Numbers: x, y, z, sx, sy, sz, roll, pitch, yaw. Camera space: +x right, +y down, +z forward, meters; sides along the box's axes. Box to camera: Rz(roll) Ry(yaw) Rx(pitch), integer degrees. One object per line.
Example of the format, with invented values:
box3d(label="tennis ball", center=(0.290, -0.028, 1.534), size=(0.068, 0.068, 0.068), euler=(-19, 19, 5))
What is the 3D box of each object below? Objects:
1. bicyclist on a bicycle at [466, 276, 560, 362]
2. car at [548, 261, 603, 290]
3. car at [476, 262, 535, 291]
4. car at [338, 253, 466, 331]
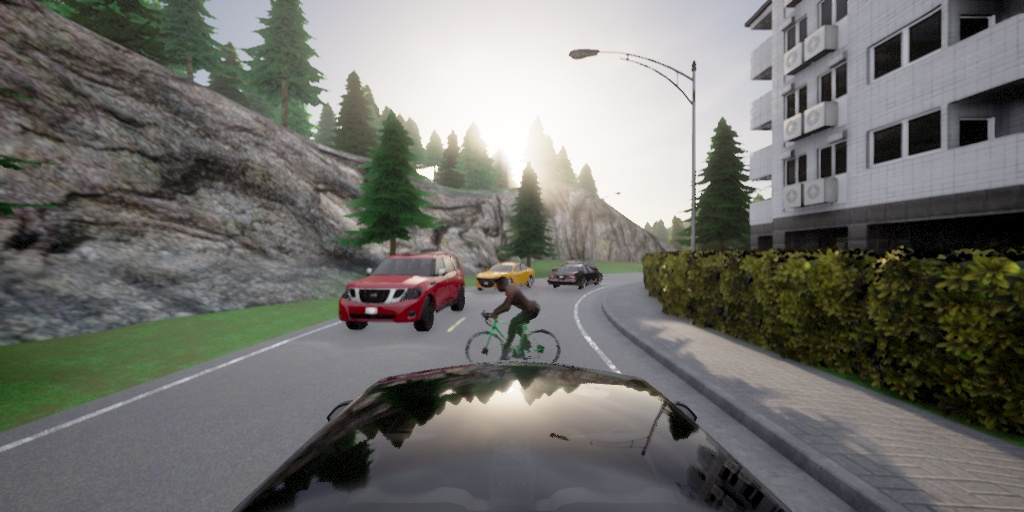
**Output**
box3d(label="bicyclist on a bicycle", center=(0.003, 1.177, 6.234), size=(1.656, 1.620, 0.582), euler=(-2, 0, 1))
box3d(label="car", center=(4.006, 1.210, 22.072), size=(2.033, 1.411, 5.357), euler=(0, 0, 30))
box3d(label="car", center=(-0.288, 1.145, 20.951), size=(1.882, 1.535, 5.008), euler=(0, 0, 25))
box3d(label="car", center=(-3.011, 0.931, 11.233), size=(2.150, 2.045, 5.566), euler=(0, 0, 7))
